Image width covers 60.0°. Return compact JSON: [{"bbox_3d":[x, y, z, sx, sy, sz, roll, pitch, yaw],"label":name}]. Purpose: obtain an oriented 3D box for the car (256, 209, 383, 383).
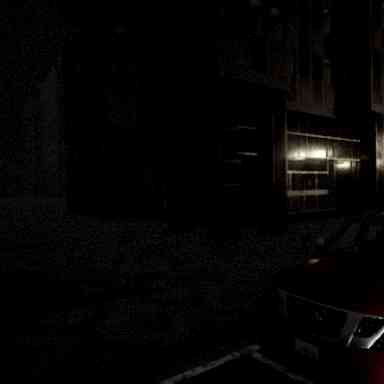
[{"bbox_3d":[3.195,1.202,4.783,5.009,1.841,2.192,-1,1,-35],"label":"car"}]
